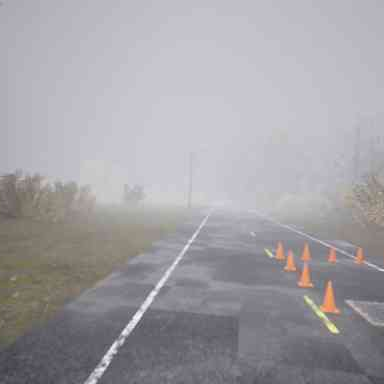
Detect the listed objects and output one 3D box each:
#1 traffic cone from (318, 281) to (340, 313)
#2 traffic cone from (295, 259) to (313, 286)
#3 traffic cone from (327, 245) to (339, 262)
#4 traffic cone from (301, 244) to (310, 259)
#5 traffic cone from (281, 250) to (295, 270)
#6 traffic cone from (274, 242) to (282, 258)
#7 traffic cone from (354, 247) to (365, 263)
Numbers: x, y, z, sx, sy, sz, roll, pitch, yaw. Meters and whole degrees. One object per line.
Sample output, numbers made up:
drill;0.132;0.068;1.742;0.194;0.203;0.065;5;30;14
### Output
traffic cone;2.873;2.164;6.960;0.340;0.580;0.340;2;-1;5
traffic cone;3.054;2.195;8.952;0.340;0.580;0.340;2;-1;5
traffic cone;5.405;2.343;12.754;0.340;0.580;0.340;2;-1;5
traffic cone;4.410;2.300;12.844;0.340;0.580;0.340;3;-1;5
traffic cone;3.235;2.226;10.944;0.340;0.580;0.340;2;-1;5
traffic cone;3.415;2.257;12.935;0.340;0.580;0.340;2;-1;5
traffic cone;6.399;2.387;12.662;0.340;0.580;0.340;2;-1;5
